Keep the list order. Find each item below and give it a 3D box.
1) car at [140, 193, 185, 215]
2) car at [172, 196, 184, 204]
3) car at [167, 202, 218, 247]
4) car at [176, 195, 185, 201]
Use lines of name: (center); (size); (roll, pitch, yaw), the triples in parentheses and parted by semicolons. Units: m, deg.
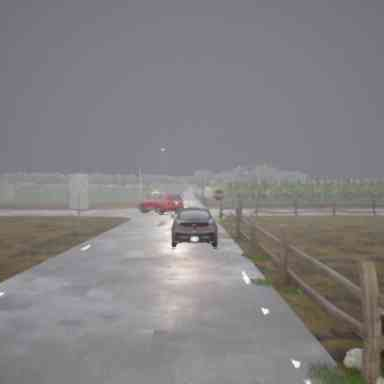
car: (-3.052, 1.145, 32.732); (2.150, 2.045, 5.566); (1, 0, -37)
car: (-2.803, 1.506, 66.614); (2.128, 1.511, 4.902); (0, 0, 0)
car: (0.095, 1.425, 14.449); (1.837, 1.490, 4.892); (0, 1, 0)
car: (-2.803, 1.566, 82.836); (2.033, 1.411, 5.357); (0, 0, 0)
